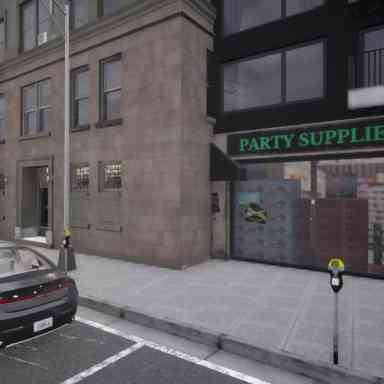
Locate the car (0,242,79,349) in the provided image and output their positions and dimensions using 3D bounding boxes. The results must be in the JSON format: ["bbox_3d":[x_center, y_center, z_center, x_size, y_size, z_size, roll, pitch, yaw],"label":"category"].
[{"bbox_3d":[-3.788,1.551,5.746,4.403,1.369,2.008,0,0,35],"label":"car"}]
